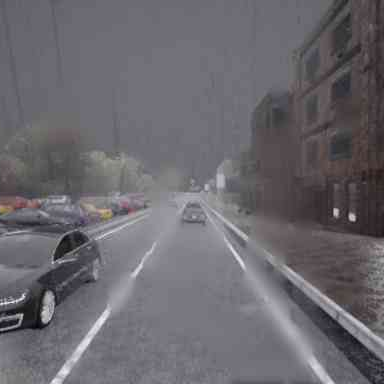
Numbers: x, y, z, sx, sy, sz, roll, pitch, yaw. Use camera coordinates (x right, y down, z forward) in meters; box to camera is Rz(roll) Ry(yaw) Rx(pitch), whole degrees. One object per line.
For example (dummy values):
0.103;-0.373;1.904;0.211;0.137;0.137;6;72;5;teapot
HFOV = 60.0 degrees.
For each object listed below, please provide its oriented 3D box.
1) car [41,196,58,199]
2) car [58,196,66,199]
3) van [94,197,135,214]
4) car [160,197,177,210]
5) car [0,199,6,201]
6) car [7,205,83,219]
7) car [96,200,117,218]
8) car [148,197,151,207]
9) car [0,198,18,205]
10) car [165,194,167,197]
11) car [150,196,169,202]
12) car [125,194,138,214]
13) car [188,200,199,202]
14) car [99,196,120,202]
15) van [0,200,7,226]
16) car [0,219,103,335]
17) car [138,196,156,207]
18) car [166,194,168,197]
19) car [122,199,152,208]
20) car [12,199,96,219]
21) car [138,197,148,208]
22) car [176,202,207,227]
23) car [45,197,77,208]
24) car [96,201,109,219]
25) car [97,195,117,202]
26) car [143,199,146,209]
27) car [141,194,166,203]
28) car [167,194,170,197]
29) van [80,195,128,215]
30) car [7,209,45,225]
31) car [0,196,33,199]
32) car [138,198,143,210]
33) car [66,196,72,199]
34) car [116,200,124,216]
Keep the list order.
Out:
-22.321;1.718;47.820;4.553;1.767;2.185;0;0;0;car
-22.303;1.735;50.605;4.553;1.767;2.185;0;0;0;car
-9.145;1.569;39.391;4.442;1.987;1.878;0;0;0;van
-3.212;1.893;49.771;1.994;1.385;4.181;0;0;0;car
-22.380;1.758;34.021;5.008;1.535;2.097;0;0;0;car
-9.383;1.710;20.032;4.674;1.452;2.002;0;0;0;car
-9.514;1.722;28.383;5.366;1.575;1.946;0;0;0;car
-9.221;1.895;50.647;4.792;1.488;2.163;0;0;0;car
-22.543;1.771;36.681;5.366;1.575;1.946;0;0;0;car
-9.183;1.900;82.234;4.674;1.452;2.002;0;0;1;car
-9.086;1.909;93.536;5.008;1.535;2.097;0;0;1;car
-9.249;1.527;36.733;5.566;2.045;2.435;0;0;0;car
0.195;1.776;41.994;2.128;1.511;4.902;0;0;0;car
-21.705;1.880;87.835;5.008;1.535;2.097;0;0;1;car
-9.315;1.383;11.621;4.442;1.987;1.878;0;0;0;van
-3.340;1.563;7.112;1.837;1.490;4.892;0;0;0;car
-8.989;1.879;53.429;5.366;1.575;1.946;0;0;0;car
-9.158;1.912;85.060;4.674;1.452;2.002;0;0;1;car
-9.174;1.939;56.072;4.674;1.452;2.002;-1;0;1;car
-9.332;1.564;22.815;4.553;1.767;2.185;0;0;0;car
-9.212;1.888;47.864;4.674;1.452;2.002;0;0;0;car
0.149;1.730;24.579;2.033;1.411;5.357;0;0;0;car
-22.206;1.770;56.300;4.553;1.767;2.185;0;0;0;car
-9.352;1.709;25.599;4.892;1.521;2.231;0;0;0;car
-21.703;1.743;85.136;4.553;1.767;2.185;0;0;1;car
-9.197;1.860;45.081;4.792;1.488;2.163;0;0;0;car
-9.235;1.878;79.408;4.792;1.488;2.163;0;0;1;car
-9.316;1.881;87.887;5.366;1.575;1.946;0;0;1;car
-9.178;1.536;33.949;4.442;1.987;1.878;0;0;0;van
-9.385;1.660;14.466;4.792;1.488;2.163;0;0;0;car
-22.369;1.540;39.466;5.566;2.045;2.435;0;0;0;car
-9.237;1.814;42.298;4.892;1.521;2.231;0;0;0;car
-22.283;1.628;53.516;5.566;2.045;2.435;0;0;0;car
-9.305;1.745;31.165;4.892;1.521;2.231;0;0;0;car
